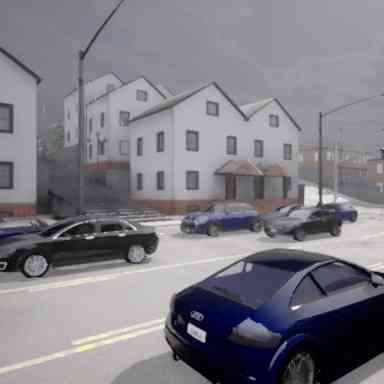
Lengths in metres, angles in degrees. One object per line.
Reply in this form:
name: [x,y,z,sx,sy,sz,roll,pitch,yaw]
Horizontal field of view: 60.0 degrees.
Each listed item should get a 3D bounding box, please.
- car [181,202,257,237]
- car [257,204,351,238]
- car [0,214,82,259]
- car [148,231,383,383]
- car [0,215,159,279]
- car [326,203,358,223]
car: [1.619,1.349,18.024,4.553,1.767,2.097,0,0,-35]
car: [5.671,1.522,16.618,4.674,1.442,1.812,0,0,-35]
car: [-6.676,1.601,12.118,4.718,1.301,1.895,0,0,-35]
car: [1.682,1.563,4.941,4.181,1.385,1.994,0,0,-36]
car: [-3.357,1.506,10.184,4.892,1.490,1.837,0,0,-35]
car: [10.229,1.521,24.123,4.674,1.442,1.812,0,0,-35]
